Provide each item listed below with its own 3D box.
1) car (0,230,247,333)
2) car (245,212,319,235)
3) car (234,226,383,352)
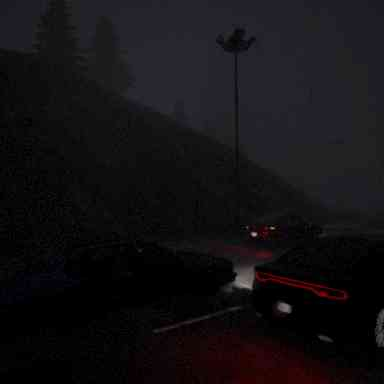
[{"bbox_3d":[-1.518,1.669,7.042,5.357,1.411,2.033,0,-1,-37],"label":"car"},{"bbox_3d":[4.567,1.739,16.493,4.674,1.442,1.812,0,-1,-40],"label":"car"},{"bbox_3d":[3.318,1.552,6.403,5.008,1.535,1.882,0,-1,-38],"label":"car"}]
